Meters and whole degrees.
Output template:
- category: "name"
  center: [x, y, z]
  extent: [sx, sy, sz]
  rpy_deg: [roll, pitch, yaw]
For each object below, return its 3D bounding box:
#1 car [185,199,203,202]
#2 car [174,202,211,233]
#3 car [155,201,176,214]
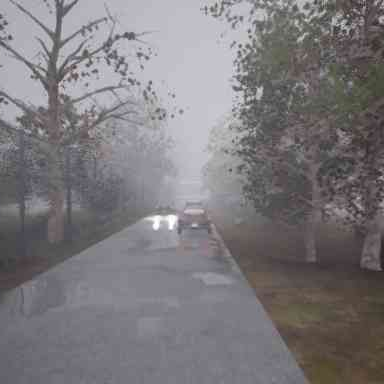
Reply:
- category: "car"
  center: [0.211, 1.470, 37.527]
  extent: [1.882, 1.535, 5.008]
  rpy_deg: [0, 0, 0]
- category: "car"
  center: [0.133, 1.522, 19.385]
  extent: [1.812, 1.442, 4.674]
  rpy_deg: [0, 0, 0]
- category: "car"
  center: [-2.680, 1.594, 34.776]
  extent: [1.895, 1.301, 4.718]
  rpy_deg: [0, 0, 1]
